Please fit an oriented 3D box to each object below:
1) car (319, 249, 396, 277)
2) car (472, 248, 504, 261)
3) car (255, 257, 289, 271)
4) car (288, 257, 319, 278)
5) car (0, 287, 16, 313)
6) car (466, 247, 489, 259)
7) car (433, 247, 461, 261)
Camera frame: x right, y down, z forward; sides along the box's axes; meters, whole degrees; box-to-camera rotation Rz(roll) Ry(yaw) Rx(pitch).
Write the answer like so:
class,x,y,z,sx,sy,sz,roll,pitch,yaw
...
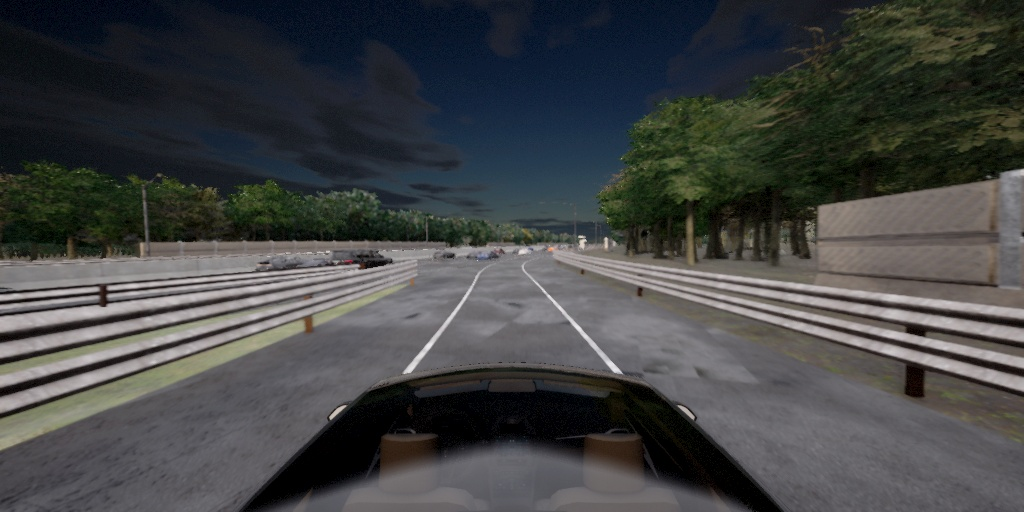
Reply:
class,x,y,z,sx,sy,sz,roll,pitch,yaw
car,-10.989,0.515,26.542,2.150,2.045,5.566,0,2,17
car,-3.303,-0.091,51.391,2.033,1.411,5.357,0,2,17
car,-17.685,0.791,28.581,2.128,1.511,4.902,0,2,17
car,-14.342,0.863,27.542,1.994,1.385,4.181,0,2,17
car,-19.387,1.424,11.231,2.128,1.511,4.902,0,2,17
car,-5.465,-0.216,56.246,1.994,1.385,4.181,0,2,17
car,-9.988,-0.145,53.464,2.128,1.511,4.902,0,2,17
